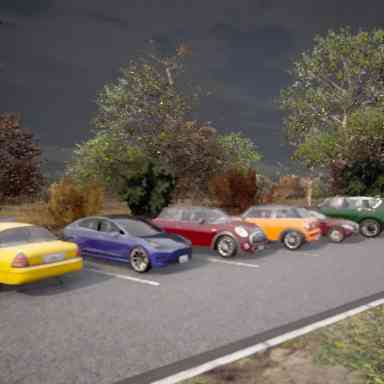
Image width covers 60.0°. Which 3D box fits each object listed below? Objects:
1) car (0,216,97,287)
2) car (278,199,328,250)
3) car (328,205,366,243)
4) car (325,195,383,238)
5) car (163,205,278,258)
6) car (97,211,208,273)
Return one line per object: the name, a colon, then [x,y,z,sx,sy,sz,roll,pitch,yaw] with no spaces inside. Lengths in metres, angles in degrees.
car: [-5.151,1.464,8.893,5.366,1.575,1.946,-1,0,35]
car: [3.057,1.334,14.316,4.553,1.767,2.185,-1,0,35]
car: [5.484,1.498,16.033,4.674,1.452,2.002,-1,-1,35]
car: [7.904,1.205,17.740,5.566,2.045,2.435,-1,0,35]
car: [0.562,1.336,12.666,4.553,1.767,2.185,-1,-1,35]
car: [-2.179,1.492,10.705,4.792,1.488,2.163,-1,-1,35]
